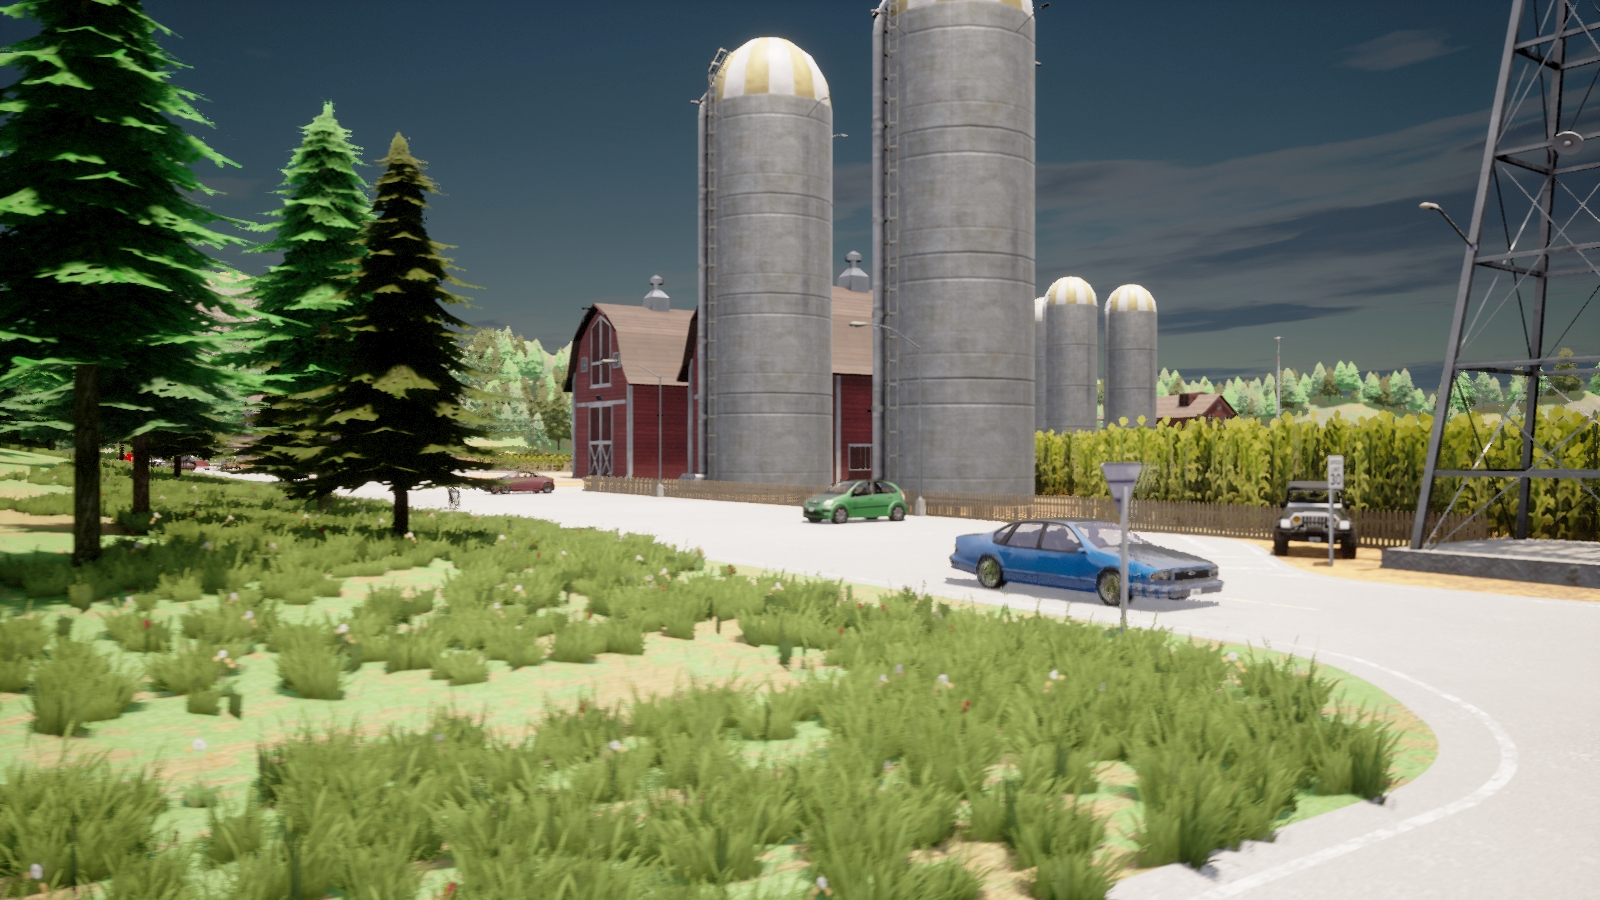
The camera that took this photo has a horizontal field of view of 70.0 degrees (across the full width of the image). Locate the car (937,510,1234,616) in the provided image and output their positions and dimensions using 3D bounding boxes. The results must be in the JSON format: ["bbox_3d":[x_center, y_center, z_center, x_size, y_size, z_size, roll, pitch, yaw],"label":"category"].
[{"bbox_3d":[5.102,1.976,21.247,2.033,1.411,5.357,0,0,-34],"label":"car"}]
